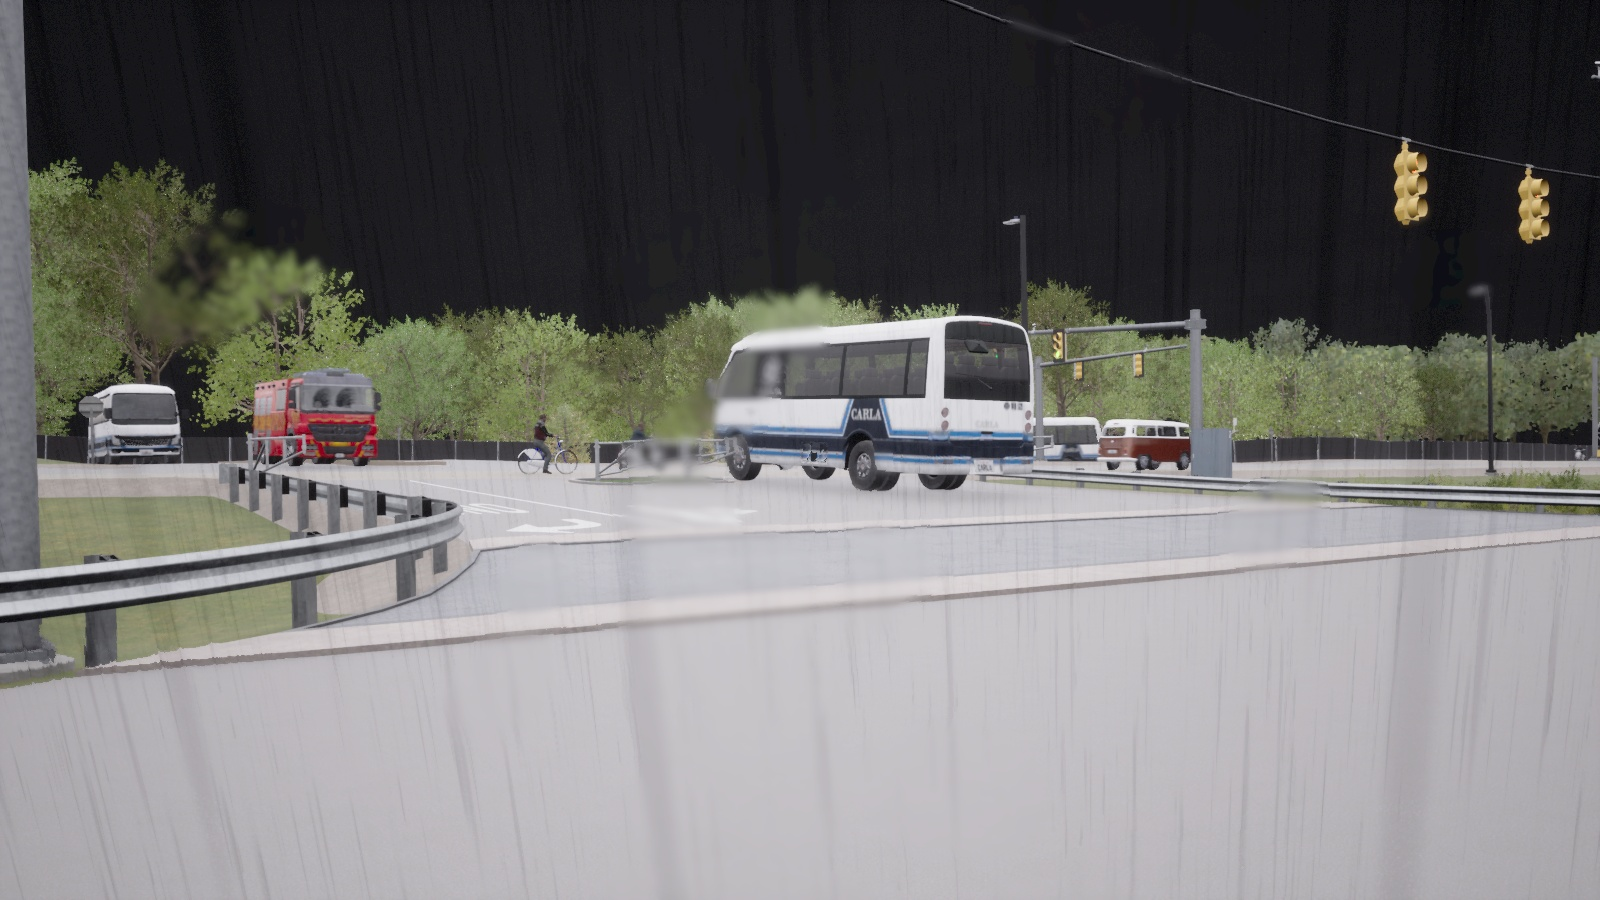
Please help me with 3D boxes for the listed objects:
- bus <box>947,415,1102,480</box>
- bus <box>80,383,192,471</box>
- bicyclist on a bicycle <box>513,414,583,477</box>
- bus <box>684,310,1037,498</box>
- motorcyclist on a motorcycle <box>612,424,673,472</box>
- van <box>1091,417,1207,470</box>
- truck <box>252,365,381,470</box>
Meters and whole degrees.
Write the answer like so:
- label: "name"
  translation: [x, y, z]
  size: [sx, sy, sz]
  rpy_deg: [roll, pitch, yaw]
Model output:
- label: "bus"
  translation: [16.094, -0.227, 90.089]
  size: [10.273, 4.253, 3.944]
  rpy_deg: [-2, 1, -21]
- label: "bus"
  translation: [-35.650, -1.116, 67.189]
  size: [3.944, 4.253, 10.273]
  rpy_deg: [-1, 0, -35]
- label: "bicyclist on a bicycle"
  translation: [-7.273, -0.128, 36.229]
  size: [1.843, 1.776, 0.659]
  rpy_deg: [0, 2, -34]
- label: "bus"
  translation: [1.187, -1.168, 33.830]
  size: [3.944, 4.253, 10.273]
  rpy_deg: [0, 1, -35]
- label: "motorcyclist on a motorcycle"
  translation: [-5.252, -0.058, 41.837]
  size: [1.817, 1.590, 0.866]
  rpy_deg: [1, -1, -34]
- label: "van"
  translation: [14.101, -0.249, 50.692]
  size: [4.480, 2.038, 2.069]
  rpy_deg: [0, 0, -34]
- label: "truck"
  translation: [-19.325, -1.201, 49.815]
  size: [2.891, 3.827, 8.468]
  rpy_deg: [0, 0, -34]
